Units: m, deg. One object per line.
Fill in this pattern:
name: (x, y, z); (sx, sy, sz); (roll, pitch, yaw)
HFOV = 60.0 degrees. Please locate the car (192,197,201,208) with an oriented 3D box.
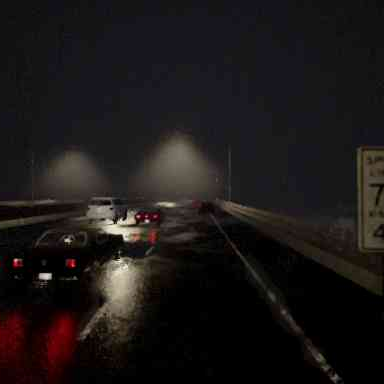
car: (0.950, 1.976, 56.952); (1.882, 1.535, 5.008); (0, -1, 2)

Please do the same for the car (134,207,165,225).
car: (-3.192, 1.815, 26.013); (1.895, 1.301, 4.718); (0, 0, 1)

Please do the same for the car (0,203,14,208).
car: (-17.324, 1.767, 29.741); (1.812, 1.442, 4.674); (0, -1, 1)

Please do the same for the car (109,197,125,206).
car: (-16.022, 1.982, 71.233); (2.097, 1.767, 4.553); (0, -1, 2)

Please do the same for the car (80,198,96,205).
car: (-22.925, 2.099, 73.716); (1.837, 1.490, 4.892); (0, -1, 2)

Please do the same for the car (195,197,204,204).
car: (1.733, 1.991, 77.136); (1.882, 1.535, 5.008); (0, -1, 3)

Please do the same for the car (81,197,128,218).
car: (-6.681, 1.441, 26.769); (2.150, 2.045, 5.566); (0, 0, 1)

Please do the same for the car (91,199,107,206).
car: (-19.578, 2.144, 69.922); (1.895, 1.301, 4.718); (0, -1, 2)

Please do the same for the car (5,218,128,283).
car: (-3.364, 1.679, 9.893); (1.895, 1.301, 4.718); (0, 0, 0)

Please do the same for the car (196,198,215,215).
car: (1.655, 1.802, 38.118); (1.882, 1.535, 5.008); (0, -1, 1)
